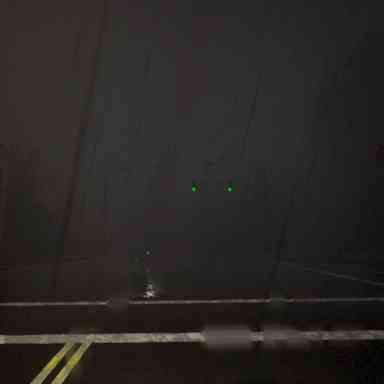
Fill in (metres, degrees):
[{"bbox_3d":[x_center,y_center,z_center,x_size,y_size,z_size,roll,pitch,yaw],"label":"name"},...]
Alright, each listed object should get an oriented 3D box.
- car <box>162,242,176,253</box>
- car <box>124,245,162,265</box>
[{"bbox_3d":[-3.379,8.015,48.126,1.837,1.490,4.892,0,-7,0],"label":"car"},{"bbox_3d":[-3.446,4.342,23.285,1.895,1.301,4.718,0,-9,0],"label":"car"}]
